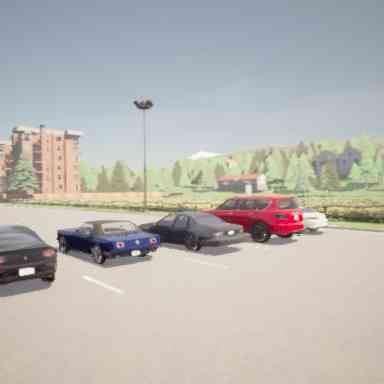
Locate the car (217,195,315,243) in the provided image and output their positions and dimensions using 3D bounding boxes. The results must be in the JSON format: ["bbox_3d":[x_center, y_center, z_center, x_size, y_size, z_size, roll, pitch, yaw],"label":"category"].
[{"bbox_3d":[2.639,1.189,16.072,2.150,2.045,5.566,-1,0,-42],"label":"car"}]

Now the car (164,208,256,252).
[{"bbox_3d":[-0.225,1.559,14.028,2.033,1.411,5.357,-1,0,-42],"label":"car"}]

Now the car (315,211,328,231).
[{"bbox_3d":[5.140,1.453,18.510,1.812,1.442,4.674,-1,0,-42],"label":"car"}]

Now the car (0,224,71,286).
[{"bbox_3d":[-5.196,1.614,9.069,1.812,1.442,4.674,-1,0,-42],"label":"car"}]

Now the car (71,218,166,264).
[{"bbox_3d":[-3.239,1.659,12.146,1.895,1.301,4.718,-1,0,-42],"label":"car"}]
